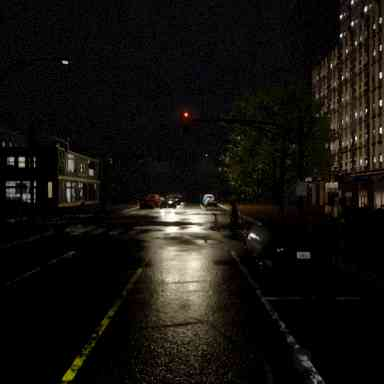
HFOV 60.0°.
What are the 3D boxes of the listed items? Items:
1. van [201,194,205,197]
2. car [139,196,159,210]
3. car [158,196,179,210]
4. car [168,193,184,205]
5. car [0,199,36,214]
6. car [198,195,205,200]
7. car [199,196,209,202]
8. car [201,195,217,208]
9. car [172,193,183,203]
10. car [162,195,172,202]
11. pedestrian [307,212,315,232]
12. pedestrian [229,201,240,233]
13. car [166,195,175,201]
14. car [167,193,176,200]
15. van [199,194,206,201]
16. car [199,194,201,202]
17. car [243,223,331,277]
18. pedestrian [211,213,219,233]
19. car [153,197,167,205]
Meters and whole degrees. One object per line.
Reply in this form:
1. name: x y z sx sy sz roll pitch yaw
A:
1. van: 2.710 1.345 53.704 1.690 1.788 3.998 0 0 0
2. car: -5.675 1.585 42.602 1.802 1.307 4.206 0 0 0
3. car: -3.081 1.567 43.811 1.994 1.385 4.181 0 0 0
4. car: -3.067 1.227 57.632 2.150 2.045 5.566 0 0 0
5. car: -17.260 1.372 31.608 4.507 1.381 1.887 1 -1 -1
6. car: 2.721 1.534 92.731 1.752 1.417 4.829 0 0 0
7. car: 2.715 1.572 75.908 1.947 1.339 4.313 0 0 0
8. car: 2.707 1.529 48.322 1.752 1.417 4.829 0 0 0
9. car: -2.979 1.231 70.725 2.150 2.045 5.566 0 0 0
10. car: -5.665 1.532 75.738 1.752 1.417 4.829 0 0 0
11. pedestrian: 6.162 1.522 17.092 0.500 1.100 0.500 0 0 0
12. pedestrian: 2.244 1.295 17.800 0.375 1.860 0.375 0 0 0
13. car: -5.662 1.559 87.010 2.008 1.369 4.403 0 0 0
14. car: -5.660 1.324 92.561 2.192 1.841 5.009 0 0 0
15. van: 2.720 1.349 87.010 1.690 1.788 3.998 0 0 0
16. car: 2.712 1.556 64.806 2.008 1.369 4.403 0 0 0
17. car: 2.697 1.566 10.123 1.947 1.339 4.313 0 0 0
18. pedestrian: 1.325 1.675 18.292 0.500 1.100 0.500 0 0 0
19. car: -5.670 1.555 59.255 2.008 1.369 4.403 0 0 0
